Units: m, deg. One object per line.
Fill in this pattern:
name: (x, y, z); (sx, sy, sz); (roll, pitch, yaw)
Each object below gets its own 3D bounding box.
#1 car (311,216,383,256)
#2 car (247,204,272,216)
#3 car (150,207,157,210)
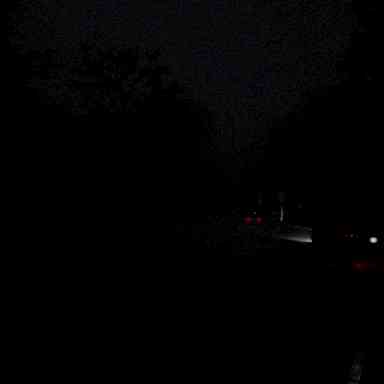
car: (6.384, 1.666, 13.554); (1.994, 1.385, 4.181); (0, -1, 2)
car: (7.679, 1.995, 37.637); (1.895, 1.301, 4.718); (-1, -1, 25)
car: (-8.222, 3.724, 73.607); (2.128, 1.511, 4.902); (0, -5, -6)
